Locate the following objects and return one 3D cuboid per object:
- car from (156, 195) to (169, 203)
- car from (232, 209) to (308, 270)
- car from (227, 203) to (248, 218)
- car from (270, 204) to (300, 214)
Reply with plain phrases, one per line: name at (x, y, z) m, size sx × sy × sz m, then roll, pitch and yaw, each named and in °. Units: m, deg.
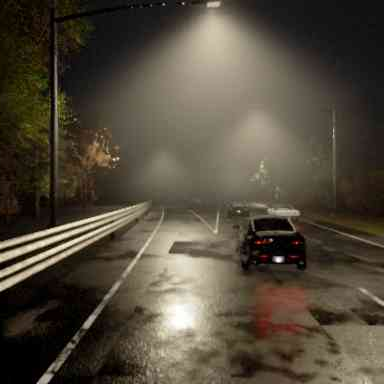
car at (-7.141, 1.735, 83.636) m, size 2.150 × 2.045 × 5.566 m, roll 0°, pitch 0°, yaw -10°
car at (2.486, 1.544, 11.212) m, size 1.837 × 1.490 × 4.892 m, roll 0°, pitch 0°, yaw 5°
car at (4.265, 1.680, 31.155) m, size 1.994 × 1.385 × 4.181 m, roll 0°, pitch 0°, yaw 5°
car at (7.471, 1.685, 27.604) m, size 1.895 × 1.301 × 4.718 m, roll 0°, pitch 0°, yaw 5°
